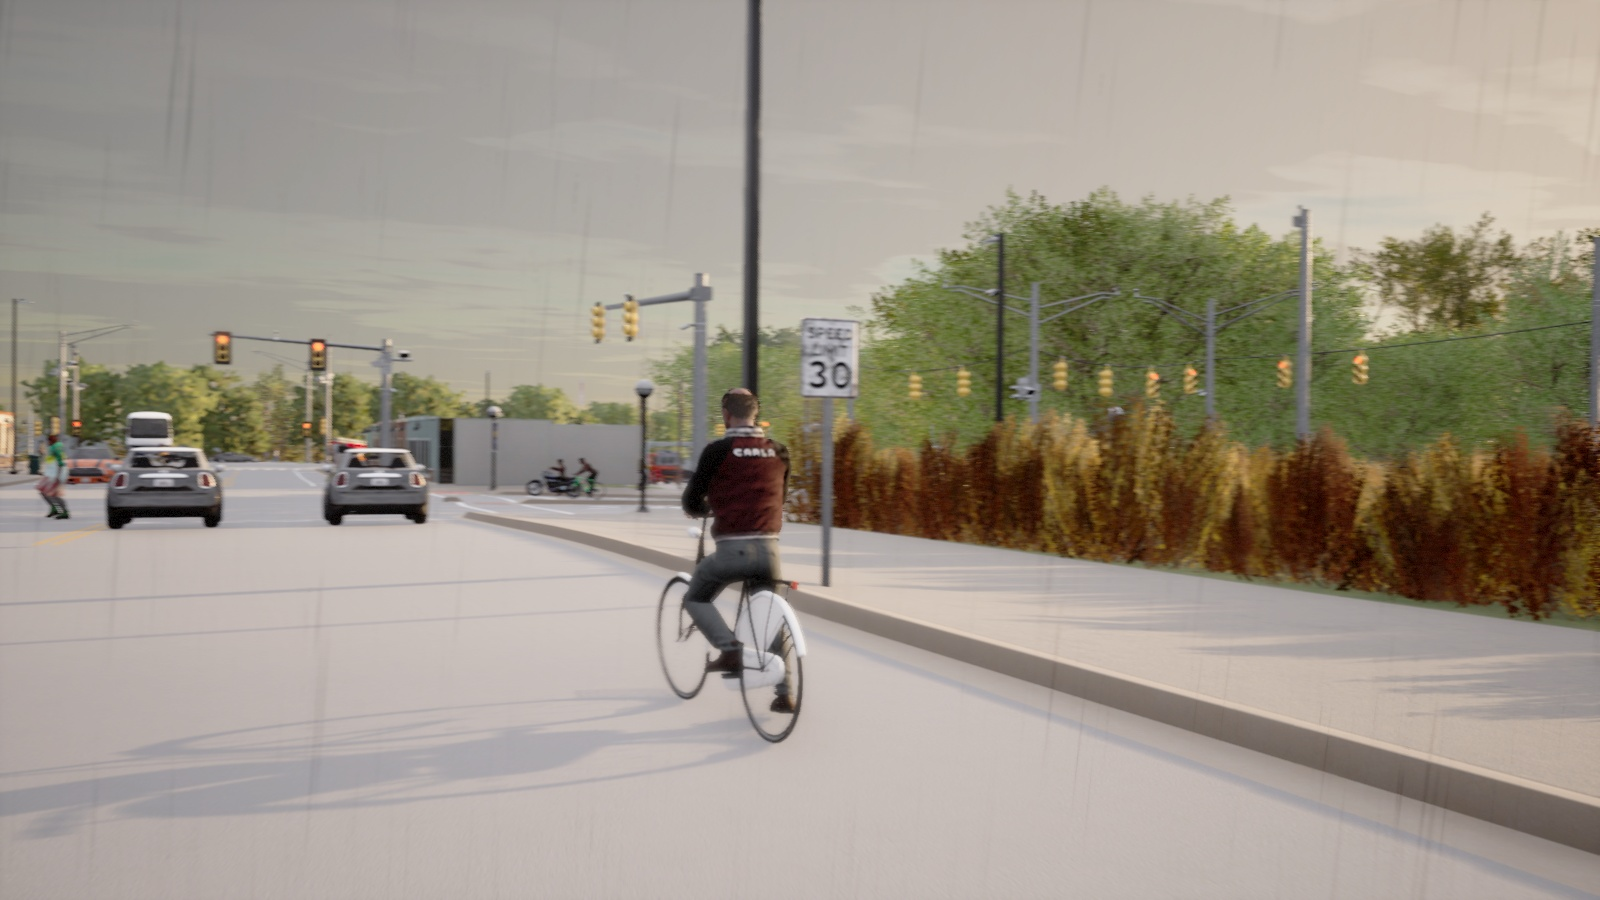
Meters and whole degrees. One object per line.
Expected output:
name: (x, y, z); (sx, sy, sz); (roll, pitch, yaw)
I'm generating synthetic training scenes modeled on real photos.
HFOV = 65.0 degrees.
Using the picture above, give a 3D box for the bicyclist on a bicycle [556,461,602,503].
bicyclist on a bicycle: (-8.596, 1.258, 48.883); (1.656, 1.620, 0.582); (1, -1, -25)

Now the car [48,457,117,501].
car: (-30.745, 1.202, 53.919); (2.097, 1.767, 4.553); (-1, 0, -24)

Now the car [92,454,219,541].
car: (-12.117, 0.869, 23.823); (1.970, 1.475, 3.806); (-1, -1, -25)

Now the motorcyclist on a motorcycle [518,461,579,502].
motorcyclist on a motorcycle: (-10.424, 1.323, 52.019); (2.350, 1.649, 0.766); (1, -2, -22)

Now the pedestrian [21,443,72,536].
pedestrian: (-16.129, 0.832, 26.889); (0.873, 1.952, 0.659); (-1, 1, -27)

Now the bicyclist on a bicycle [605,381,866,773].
bicyclist on a bicycle: (-0.410, 0.567, 6.644); (0.659, 1.776, 1.843); (-1, 1, -28)

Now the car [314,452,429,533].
car: (-8.699, 0.831, 25.314); (1.970, 1.475, 3.806); (-1, -1, -22)
